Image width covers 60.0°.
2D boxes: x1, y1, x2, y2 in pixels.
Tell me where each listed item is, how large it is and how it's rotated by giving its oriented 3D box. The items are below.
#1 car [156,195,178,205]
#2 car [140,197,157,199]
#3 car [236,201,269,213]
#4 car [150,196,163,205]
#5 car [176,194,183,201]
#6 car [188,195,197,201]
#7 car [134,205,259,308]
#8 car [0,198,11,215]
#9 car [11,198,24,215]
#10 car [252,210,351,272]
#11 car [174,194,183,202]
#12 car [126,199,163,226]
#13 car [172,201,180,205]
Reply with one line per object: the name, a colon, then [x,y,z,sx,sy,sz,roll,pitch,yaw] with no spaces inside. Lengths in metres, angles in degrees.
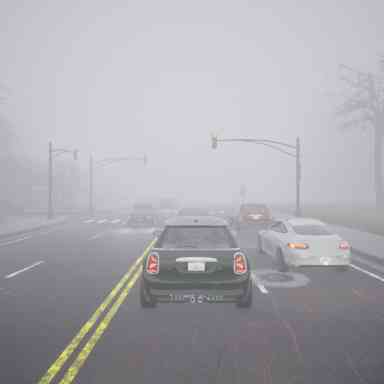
car: [-3.273,1.493,44.554,1.837,1.490,4.892,0,1,0]
car: [-6.518,1.537,45.492,2.033,1.411,5.357,0,0,1]
car: [3.341,1.352,19.410,2.097,1.767,4.553,0,0,0]
car: [-6.463,1.542,61.239,1.994,1.385,4.181,0,0,0]
car: [-3.196,1.501,63.097,1.812,1.442,4.674,0,0,1]
car: [0.143,1.482,85.668,2.128,1.511,4.902,0,0,0]
car: [0.090,1.352,8.064,2.097,1.767,4.553,0,0,0]
car: [-19.636,1.522,30.107,4.902,1.511,2.128,0,0,0]
car: [-19.296,1.381,32.987,4.553,1.767,2.097,0,0,1]
car: [3.350,1.526,10.616,1.812,1.442,4.674,0,0,0]
car: [-3.119,1.304,78.522,2.097,1.767,4.553,0,0,0]
car: [-3.312,1.504,23.153,1.837,1.490,4.892,0,0,0]
car: [0.070,1.478,17.329,1.882,1.535,5.008,0,0,0]
